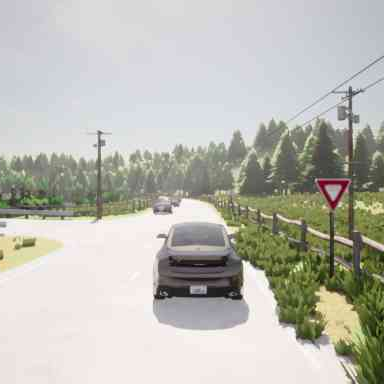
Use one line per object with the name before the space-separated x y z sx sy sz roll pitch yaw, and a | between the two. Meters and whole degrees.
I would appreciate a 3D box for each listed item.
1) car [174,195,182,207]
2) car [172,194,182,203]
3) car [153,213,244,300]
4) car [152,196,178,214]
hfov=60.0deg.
car | -2.838 1.525 49.360 1.812 1.442 4.674 0 0 0
car | -3.116 1.351 69.273 2.097 1.767 4.553 0 0 -2
car | 0.140 1.505 8.374 1.837 1.490 4.892 0 0 1
car | -2.968 1.491 34.719 2.128 1.511 4.902 0 0 1
